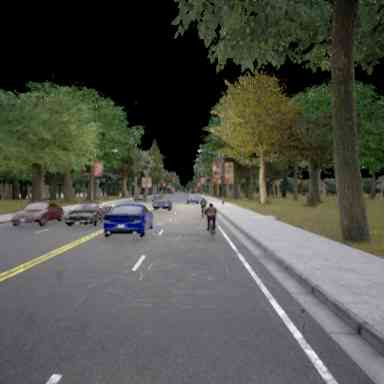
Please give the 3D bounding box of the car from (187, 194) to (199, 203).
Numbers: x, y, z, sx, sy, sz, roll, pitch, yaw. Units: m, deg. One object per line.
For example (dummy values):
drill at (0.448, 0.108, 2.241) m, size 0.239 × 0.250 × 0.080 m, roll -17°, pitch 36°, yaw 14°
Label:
car at (0.114, 1.154, 55.466) m, size 2.033 × 1.411 × 5.357 m, roll 0°, pitch 0°, yaw 0°

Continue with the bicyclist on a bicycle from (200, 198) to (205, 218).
bicyclist on a bicycle at (0.898, 1.263, 25.771) m, size 0.582 × 1.620 × 1.656 m, roll 0°, pitch 0°, yaw 0°

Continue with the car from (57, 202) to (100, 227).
car at (-6.593, 1.387, 21.818) m, size 2.033 × 1.411 × 5.357 m, roll 0°, pitch 0°, yaw 0°

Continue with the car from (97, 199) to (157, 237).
car at (-3.147, 1.351, 17.209) m, size 1.882 × 1.535 × 5.008 m, roll 0°, pitch 0°, yaw 0°

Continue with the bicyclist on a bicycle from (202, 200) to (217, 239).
bicyclist on a bicycle at (0.895, 1.340, 15.352) m, size 0.582 × 1.620 × 1.656 m, roll 0°, pitch 0°, yaw 0°

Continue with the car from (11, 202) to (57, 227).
car at (-9.830, 1.366, 21.628) m, size 1.812 × 1.442 × 4.674 m, roll 0°, pitch 0°, yaw 0°

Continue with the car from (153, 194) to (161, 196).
car at (-6.518, 1.112, 62.780) m, size 2.033 × 1.411 × 5.357 m, roll 0°, pitch 0°, yaw 1°

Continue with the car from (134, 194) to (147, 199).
car at (-9.776, 1.127, 62.910) m, size 1.994 × 1.385 × 4.181 m, roll 0°, pitch 0°, yaw 1°

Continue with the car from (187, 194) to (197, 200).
car at (0.021, 1.054, 74.282) m, size 1.994 × 1.385 × 4.181 m, roll 0°, pitch 0°, yaw 0°

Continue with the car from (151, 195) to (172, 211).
car at (-3.141, 1.335, 36.108) m, size 1.895 × 1.301 × 4.718 m, roll 0°, pitch 0°, yaw 0°
